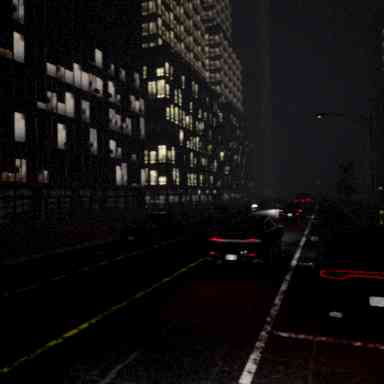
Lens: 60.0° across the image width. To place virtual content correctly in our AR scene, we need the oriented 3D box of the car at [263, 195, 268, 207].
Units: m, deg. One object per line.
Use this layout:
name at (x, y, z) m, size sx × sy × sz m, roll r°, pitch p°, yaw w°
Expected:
car at (10.588, 1.596, 48.806) m, size 1.887 × 1.381 × 4.507 m, roll -1°, pitch 0°, yaw 22°

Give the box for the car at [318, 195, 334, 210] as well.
car at (16.287, 1.435, 40.423) m, size 1.947 × 1.339 × 4.313 m, roll -1°, pitch 0°, yaw 22°

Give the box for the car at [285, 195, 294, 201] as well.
car at (25.218, 1.480, 85.869) m, size 1.947 × 1.339 × 4.313 m, roll -1°, pitch 0°, yaw 22°

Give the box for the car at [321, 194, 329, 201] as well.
car at (30.977, 1.259, 77.642) m, size 1.752 × 1.417 × 4.829 m, roll -1°, pitch 0°, yaw 22°

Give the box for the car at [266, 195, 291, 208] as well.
car at (11.826, 1.491, 44.699) m, size 2.128 × 1.511 × 4.902 m, roll -1°, pitch -1°, yaw 22°

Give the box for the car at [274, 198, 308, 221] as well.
car at (8.036, 1.506, 26.618) m, size 1.812 × 1.442 × 4.674 m, roll -1°, pitch 0°, yaw 21°

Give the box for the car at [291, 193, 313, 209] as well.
car at (14.641, 1.148, 43.642) m, size 2.150 × 2.045 × 5.566 m, roll -1°, pitch 0°, yaw 21°

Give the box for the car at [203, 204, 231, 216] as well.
car at (2.229, 1.704, 27.626) m, size 1.802 × 1.307 × 4.206 m, roll -1°, pitch 0°, yaw 22°

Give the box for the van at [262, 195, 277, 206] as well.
van at (12.674, 1.374, 54.102) m, size 1.690 × 1.788 × 3.998 m, roll -1°, pitch 0°, yaw 22°

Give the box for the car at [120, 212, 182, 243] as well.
car at (-1.951, 1.720, 17.039) m, size 1.947 × 1.339 × 4.313 m, roll -1°, pitch 0°, yaw 22°

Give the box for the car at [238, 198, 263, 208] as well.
car at (6.408, 1.638, 38.217) m, size 2.008 × 1.369 × 4.403 m, roll -1°, pitch 0°, yaw 22°

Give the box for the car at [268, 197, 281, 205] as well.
car at (14.769, 1.596, 59.396) m, size 1.802 × 1.307 × 4.206 m, roll -1°, pitch 0°, yaw 22°

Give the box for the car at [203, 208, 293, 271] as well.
car at (1.940, 1.519, 11.143) m, size 2.128 × 1.511 × 4.902 m, roll -1°, pitch 0°, yaw 22°

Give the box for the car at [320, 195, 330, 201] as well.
car at (28.826, 1.337, 72.189) m, size 1.802 × 1.307 × 4.206 m, roll -1°, pitch 0°, yaw 22°

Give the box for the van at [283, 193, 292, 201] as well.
van at (23.124, 1.276, 80.575) m, size 1.690 × 1.788 × 3.998 m, roll -1°, pitch 0°, yaw 22°

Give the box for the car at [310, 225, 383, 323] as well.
car at (3.629, 1.440, 7.147) m, size 1.882 × 1.535 × 5.008 m, roll -1°, pitch 0°, yaw 22°
